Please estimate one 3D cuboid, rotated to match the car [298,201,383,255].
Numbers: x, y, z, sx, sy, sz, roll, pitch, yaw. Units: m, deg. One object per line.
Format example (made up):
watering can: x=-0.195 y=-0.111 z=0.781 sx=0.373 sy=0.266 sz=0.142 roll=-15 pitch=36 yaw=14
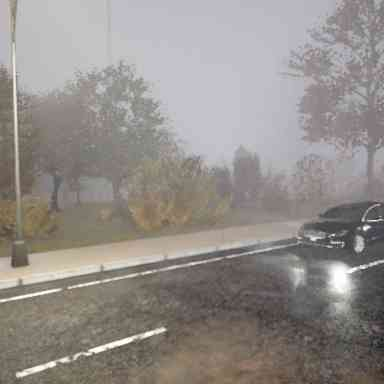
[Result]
car: x=5.734 y=1.117 z=11.606 sx=4.892 sy=1.490 sz=1.837 roll=-2 pitch=1 yaw=-34
